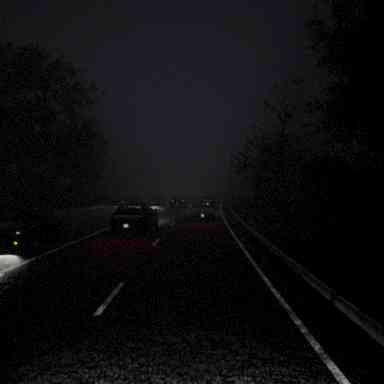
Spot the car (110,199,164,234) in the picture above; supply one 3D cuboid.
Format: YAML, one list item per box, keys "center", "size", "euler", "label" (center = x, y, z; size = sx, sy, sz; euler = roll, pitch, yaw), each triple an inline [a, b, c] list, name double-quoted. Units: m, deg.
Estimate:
- center: [-3.006, 1.342, 18.014]
  size: [2.128, 1.511, 4.902]
  euler: [0, 0, 2]
  label: "car"

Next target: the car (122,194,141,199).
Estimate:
- center: [-8.407, 1.121, 46.064]
  size: [1.837, 1.490, 4.892]
  euler: [0, 1, 5]
  label: "car"

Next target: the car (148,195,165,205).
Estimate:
- center: [-4.912, 1.112, 45.872]
  size: [2.128, 1.511, 4.902]
  euler: [0, 1, 5]
  label: "car"

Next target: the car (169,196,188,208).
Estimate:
- center: [-1.573, 1.184, 41.507]
  size: [1.812, 1.442, 4.674]
  euler: [0, 1, 5]
  label: "car"

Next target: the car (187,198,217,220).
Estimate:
- center: [0.867, 1.388, 25.951]
  size: [1.895, 1.301, 4.718]
  euler: [0, 0, 3]
  label: "car"

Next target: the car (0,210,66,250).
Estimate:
- center: [-6.788, 1.449, 13.540]
  size: [1.994, 1.385, 4.181]
  euler: [0, 0, 2]
  label: "car"

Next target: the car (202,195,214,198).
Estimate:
- center: [2.070, 1.155, 43.016]
  size: [1.837, 1.490, 4.892]
  euler: [0, 1, 5]
  label: "car"
